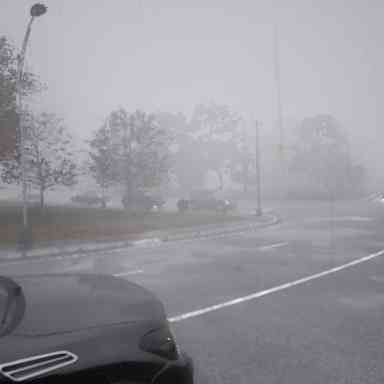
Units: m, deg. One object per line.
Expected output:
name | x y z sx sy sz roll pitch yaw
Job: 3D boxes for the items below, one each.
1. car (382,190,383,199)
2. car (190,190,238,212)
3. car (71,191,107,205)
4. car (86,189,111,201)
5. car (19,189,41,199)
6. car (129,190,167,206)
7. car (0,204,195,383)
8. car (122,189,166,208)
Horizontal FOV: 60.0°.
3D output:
car | 26.511 0.154 44.078 1.994 1.385 4.181 -1 2 34
car | 2.134 0.935 32.295 4.553 1.767 2.097 0 2 35
car | -13.736 0.907 43.600 4.718 1.301 1.895 2 3 35
car | -13.726 0.452 47.879 4.553 1.767 2.097 2 3 36
car | -25.227 0.324 51.842 4.674 1.442 1.812 2 3 36
car | -5.643 0.712 42.125 4.553 1.767 2.097 1 3 35
car | -2.634 1.221 2.019 5.566 2.045 2.150 0 0 -36
car | -5.565 0.748 37.768 5.566 2.045 2.150 1 3 36
